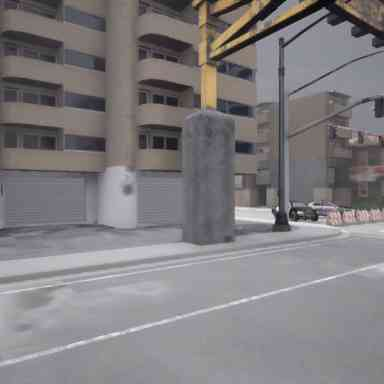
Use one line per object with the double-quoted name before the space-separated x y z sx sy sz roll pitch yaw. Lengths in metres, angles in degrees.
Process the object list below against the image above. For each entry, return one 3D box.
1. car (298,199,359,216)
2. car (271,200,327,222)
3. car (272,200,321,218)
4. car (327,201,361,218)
"car" 11.714 1.295 28.589 4.536 1.218 1.853 0 0 34
"car" 8.183 1.453 26.409 2.038 1.542 4.974 0 0 -11
"car" 8.173 1.295 26.460 1.853 1.218 4.536 0 0 -11
"car" 11.757 1.453 28.560 4.974 1.542 2.038 0 0 34
